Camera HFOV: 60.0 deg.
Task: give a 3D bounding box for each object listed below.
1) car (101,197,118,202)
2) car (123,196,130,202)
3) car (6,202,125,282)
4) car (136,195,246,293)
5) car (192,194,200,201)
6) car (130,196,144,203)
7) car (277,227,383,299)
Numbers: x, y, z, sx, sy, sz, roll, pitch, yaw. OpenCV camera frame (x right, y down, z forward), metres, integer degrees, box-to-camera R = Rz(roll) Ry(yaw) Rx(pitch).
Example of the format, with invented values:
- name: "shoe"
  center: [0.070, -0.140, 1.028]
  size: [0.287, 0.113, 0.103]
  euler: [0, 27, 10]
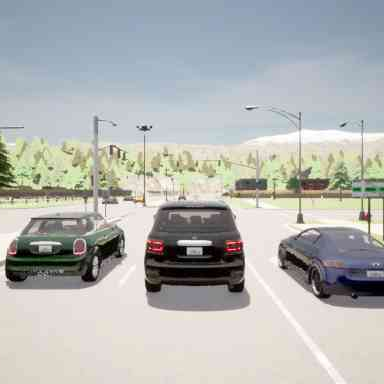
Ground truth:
- name: "car"
  center: [-14.397, 1.547, 58.630]
  size: [2.033, 1.411, 5.357]
  euler: [0, 0, 1]
- name: "car"
  center: [-14.060, 1.546, 74.512]
  size: [1.994, 1.385, 4.181]
  euler: [0, 0, 1]
- name: "car"
  center: [-3.420, 1.352, 9.924]
  size: [2.097, 1.767, 4.553]
  euler: [0, 0, 0]
- name: "car"
  center: [0.072, 1.221, 9.030]
  size: [2.150, 2.045, 5.566]
  euler: [0, 0, 0]
- name: "car"
  center: [1.089, 1.311, 83.377]
  size: [1.882, 1.535, 5.008]
  euler: [0, 0, 1]
- name: "car"
  center: [-10.690, 1.477, 67.382]
  size: [1.882, 1.535, 5.008]
  euler: [0, 0, 1]
- name: "car"
  center: [3.575, 1.564, 8.485]
  size: [1.994, 1.385, 4.181]
  euler: [0, 0, 0]
